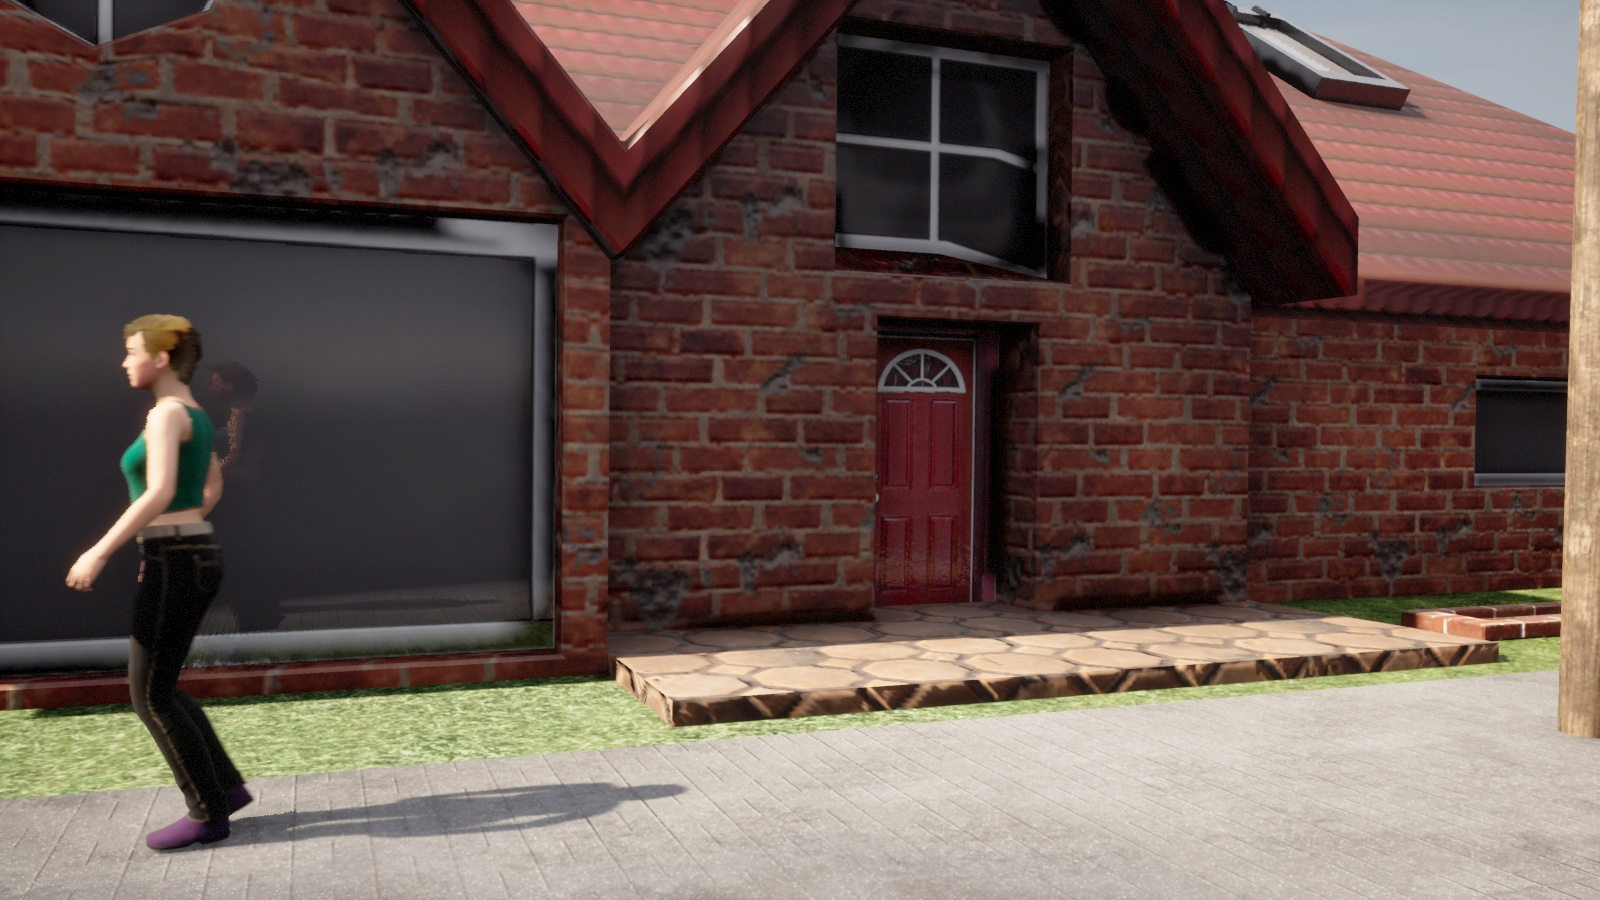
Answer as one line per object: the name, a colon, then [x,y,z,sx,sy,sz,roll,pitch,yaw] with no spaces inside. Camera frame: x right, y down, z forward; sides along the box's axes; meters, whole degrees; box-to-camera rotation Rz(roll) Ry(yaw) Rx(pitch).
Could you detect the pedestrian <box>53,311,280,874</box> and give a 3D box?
pedestrian: [-2.154,0.461,4.312,0.594,1.836,0.345,-1,1,-10]
